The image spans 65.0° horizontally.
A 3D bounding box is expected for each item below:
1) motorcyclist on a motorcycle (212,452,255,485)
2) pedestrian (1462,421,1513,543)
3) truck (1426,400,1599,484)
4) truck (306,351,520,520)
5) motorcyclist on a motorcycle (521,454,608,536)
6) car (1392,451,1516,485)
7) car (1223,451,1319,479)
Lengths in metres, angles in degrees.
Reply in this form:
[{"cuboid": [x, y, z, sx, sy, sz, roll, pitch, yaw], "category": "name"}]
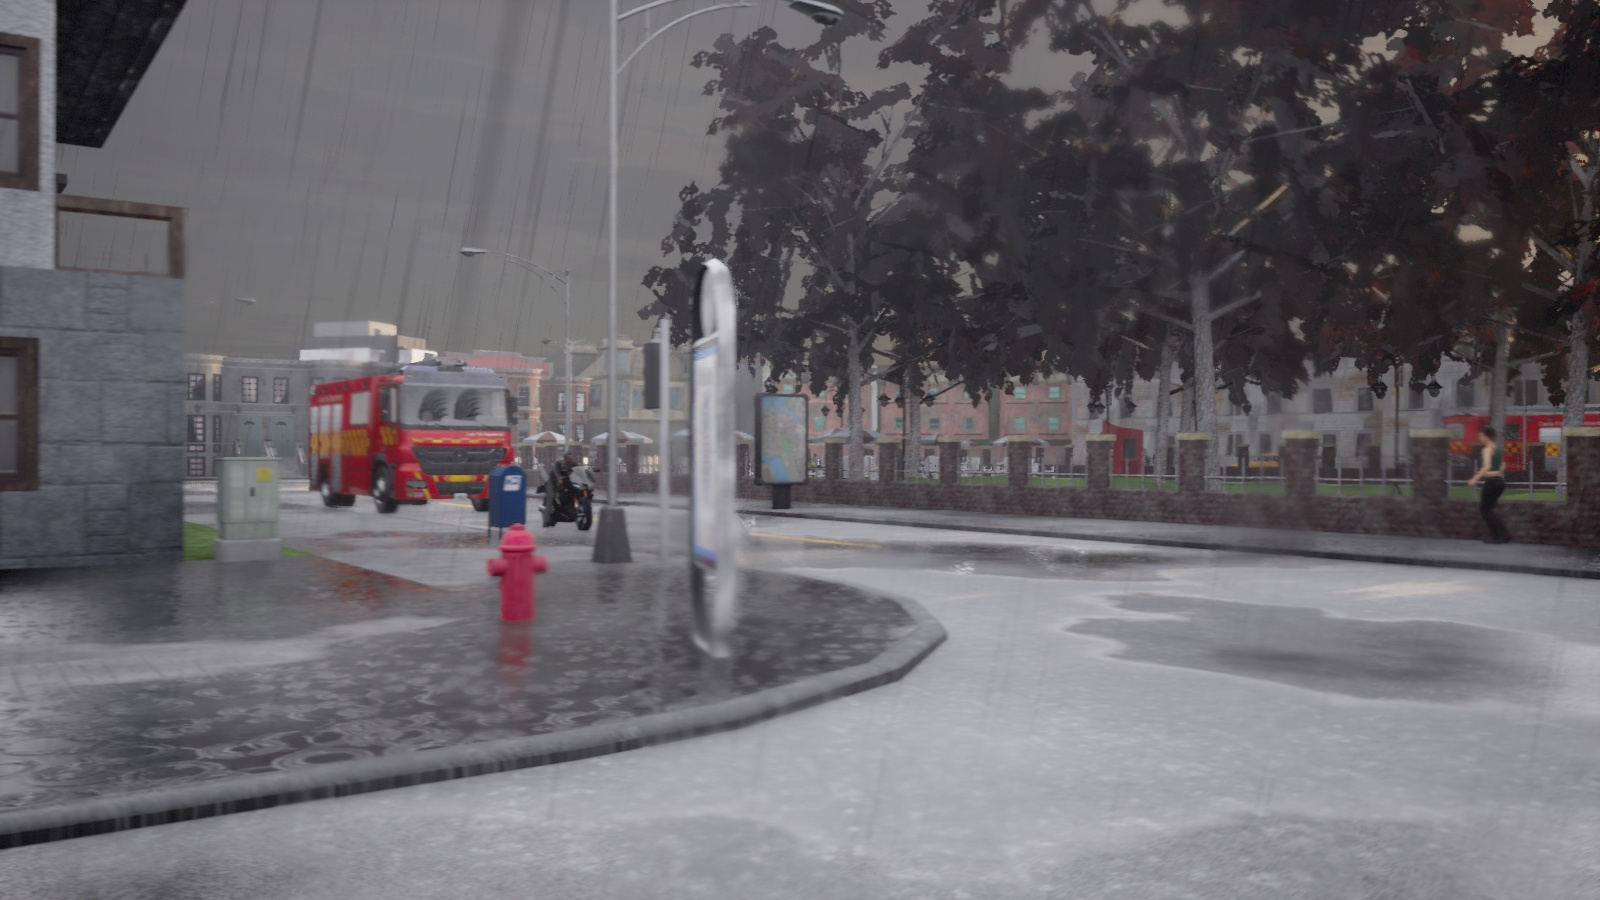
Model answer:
[{"cuboid": [-27.694, 0.906, 61.382, 1.817, 1.590, 0.866, 0, 2, 21], "category": "motorcyclist on a motorcycle"}, {"cuboid": [10.520, 0.479, 19.215, 0.345, 1.836, 0.594, 0, 0, -35], "category": "pedestrian"}, {"cuboid": [35.176, -0.346, 60.660, 2.891, 3.827, 8.468, 0, 0, -35], "category": "truck"}, {"cuboid": [-10.319, -0.318, 32.765, 2.891, 3.827, 8.468, 0, 0, -35], "category": "truck"}, {"cuboid": [-4.639, 0.850, 24.620, 0.866, 1.530, 2.191, 0, 0, -35], "category": "motorcyclist on a motorcycle"}, {"cuboid": [30.994, 0.828, 59.660, 1.837, 1.490, 4.892, 0, 0, -35], "category": "car"}, {"cuboid": [27.056, 0.842, 72.264, 1.882, 1.535, 5.008, 0, 0, -35], "category": "car"}]
